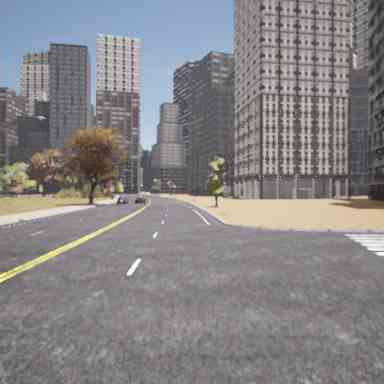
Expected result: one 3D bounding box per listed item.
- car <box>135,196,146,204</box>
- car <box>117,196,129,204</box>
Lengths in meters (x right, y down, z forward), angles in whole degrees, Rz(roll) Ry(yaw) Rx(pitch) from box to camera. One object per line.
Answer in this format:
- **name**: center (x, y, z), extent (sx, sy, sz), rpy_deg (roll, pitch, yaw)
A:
- **car**: center (-9.651, 1.512, 62.561), extent (1.994, 1.385, 4.181), rpy_deg (0, 0, -5)
- **car**: center (-12.886, 1.439, 62.245), extent (2.128, 1.511, 4.902), rpy_deg (0, 0, -5)
